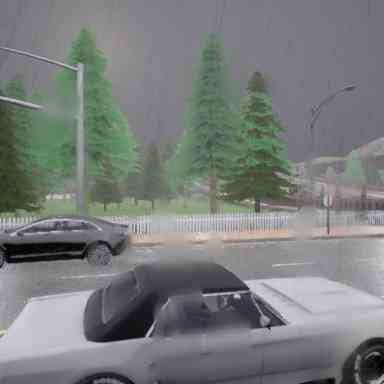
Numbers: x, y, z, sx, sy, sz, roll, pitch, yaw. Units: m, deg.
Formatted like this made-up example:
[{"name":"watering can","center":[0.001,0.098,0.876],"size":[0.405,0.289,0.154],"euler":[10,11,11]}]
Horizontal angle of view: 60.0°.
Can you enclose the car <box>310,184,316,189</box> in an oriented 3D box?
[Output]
[{"name":"car","center":[25.944,-1.239,75.398],"size":[2.128,1.511,4.902],"euler":[0,7,-16]}]

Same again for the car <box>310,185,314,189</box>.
[{"name":"car","center":[21.265,-0.321,66.087],"size":[1.882,1.535,5.008],"euler":[0,7,-16]}]

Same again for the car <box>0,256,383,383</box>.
[{"name":"car","center":[0.301,1.601,4.121],"size":[4.718,1.301,1.895],"euler":[0,0,-14]}]

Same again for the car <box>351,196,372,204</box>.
[{"name":"car","center":[25.735,1.251,49.680],"size":[1.994,1.385,4.181],"euler":[0,3,-16]}]

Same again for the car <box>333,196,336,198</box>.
[{"name":"car","center":[21.371,1.035,52.293],"size":[1.994,1.385,4.181],"euler":[0,4,-15]}]

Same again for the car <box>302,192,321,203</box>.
[{"name":"car","center":[18.015,1.023,51.280],"size":[2.033,1.411,5.357],"euler":[0,4,-16]}]

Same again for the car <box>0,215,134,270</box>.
[{"name":"car","center":[-4.318,1.491,10.384],"size":[4.902,1.511,2.128],"euler":[0,0,-14]}]
